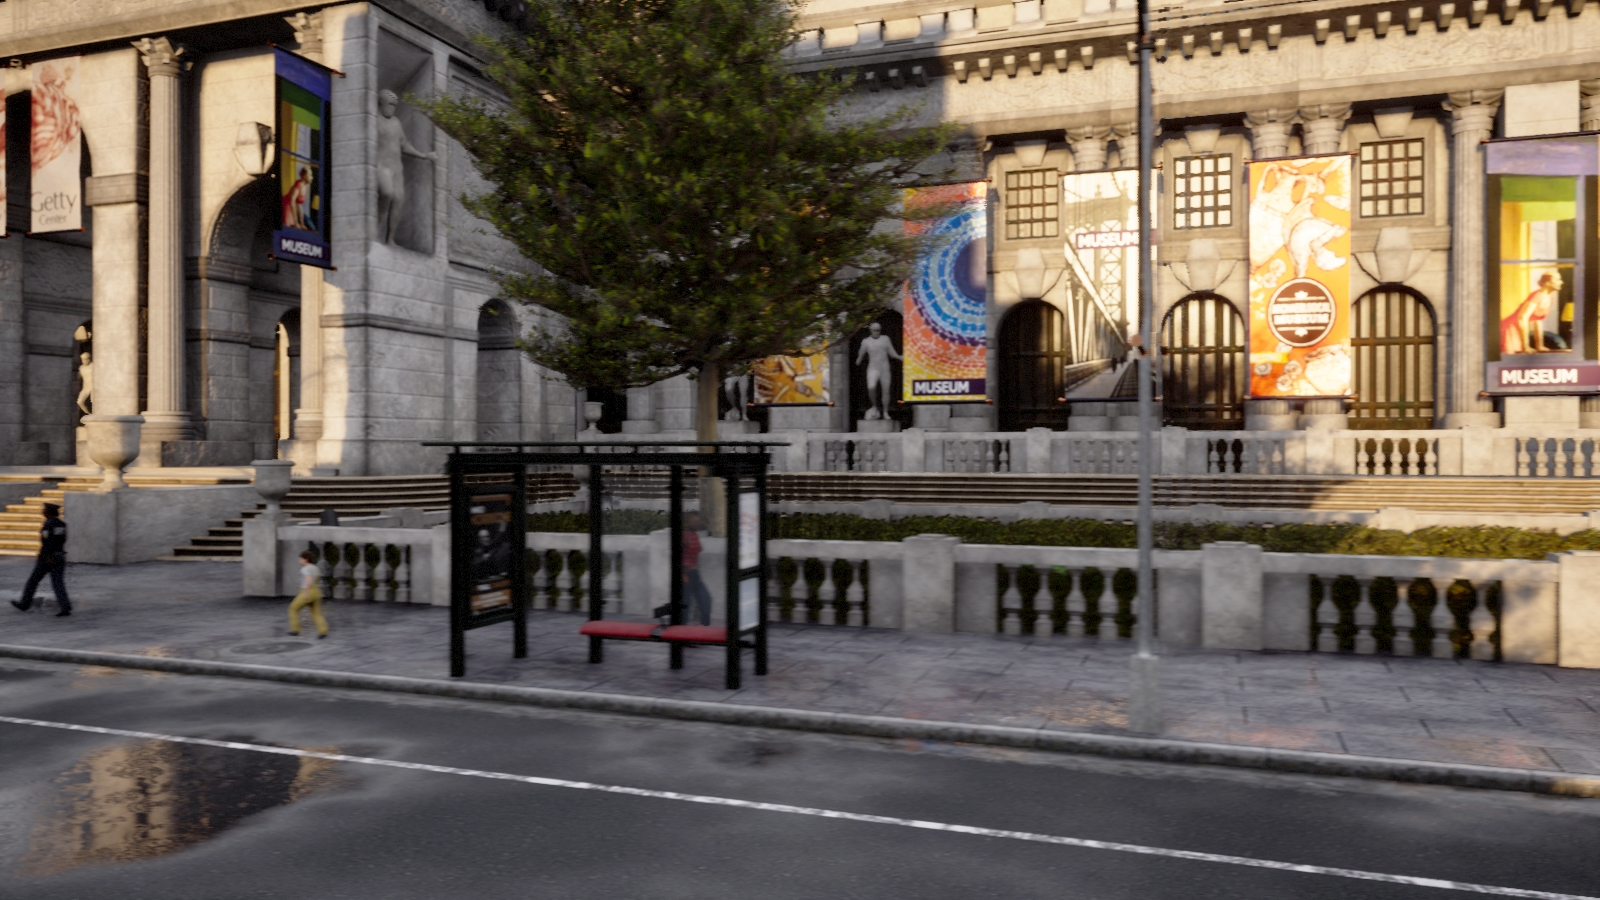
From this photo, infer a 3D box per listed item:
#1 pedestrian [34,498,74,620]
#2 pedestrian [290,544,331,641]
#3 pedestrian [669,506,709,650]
[{"bbox_3d":[-11.685,1.696,17.906,0.375,1.860,0.375,0,0,13],"label":"pedestrian"},{"bbox_3d":[-6.841,1.976,15.961,0.375,1.300,0.375,0,0,15],"label":"pedestrian"},{"bbox_3d":[-1.479,1.696,15.245,0.375,1.860,0.375,0,0,31],"label":"pedestrian"}]
